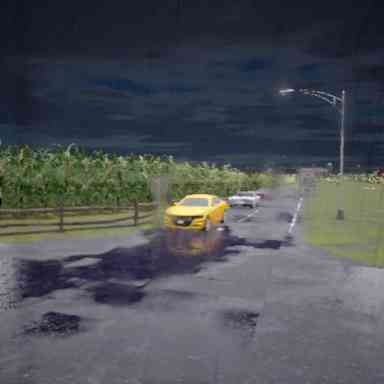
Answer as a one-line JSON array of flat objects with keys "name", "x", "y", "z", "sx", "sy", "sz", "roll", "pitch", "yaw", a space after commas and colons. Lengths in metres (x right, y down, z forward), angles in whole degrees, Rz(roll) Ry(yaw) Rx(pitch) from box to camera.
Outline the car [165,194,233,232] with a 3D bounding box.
[{"name": "car", "x": 0.361, "y": 0.881, "z": 15.988, "sx": 1.882, "sy": 1.535, "sz": 5.008, "roll": 1, "pitch": 2, "yaw": 19}]

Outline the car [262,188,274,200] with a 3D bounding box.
[{"name": "car", "x": 8.554, "y": 0.197, "z": 39.507, "sx": 1.994, "sy": 1.385, "sz": 4.181, "roll": 1, "pitch": 2, "yaw": 20}]

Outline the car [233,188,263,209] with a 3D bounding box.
[{"name": "car", "x": 4.437, "y": 0.625, "z": 27.701, "sx": 1.895, "sy": 1.301, "sz": 4.718, "roll": 1, "pitch": 2, "yaw": 19}]
